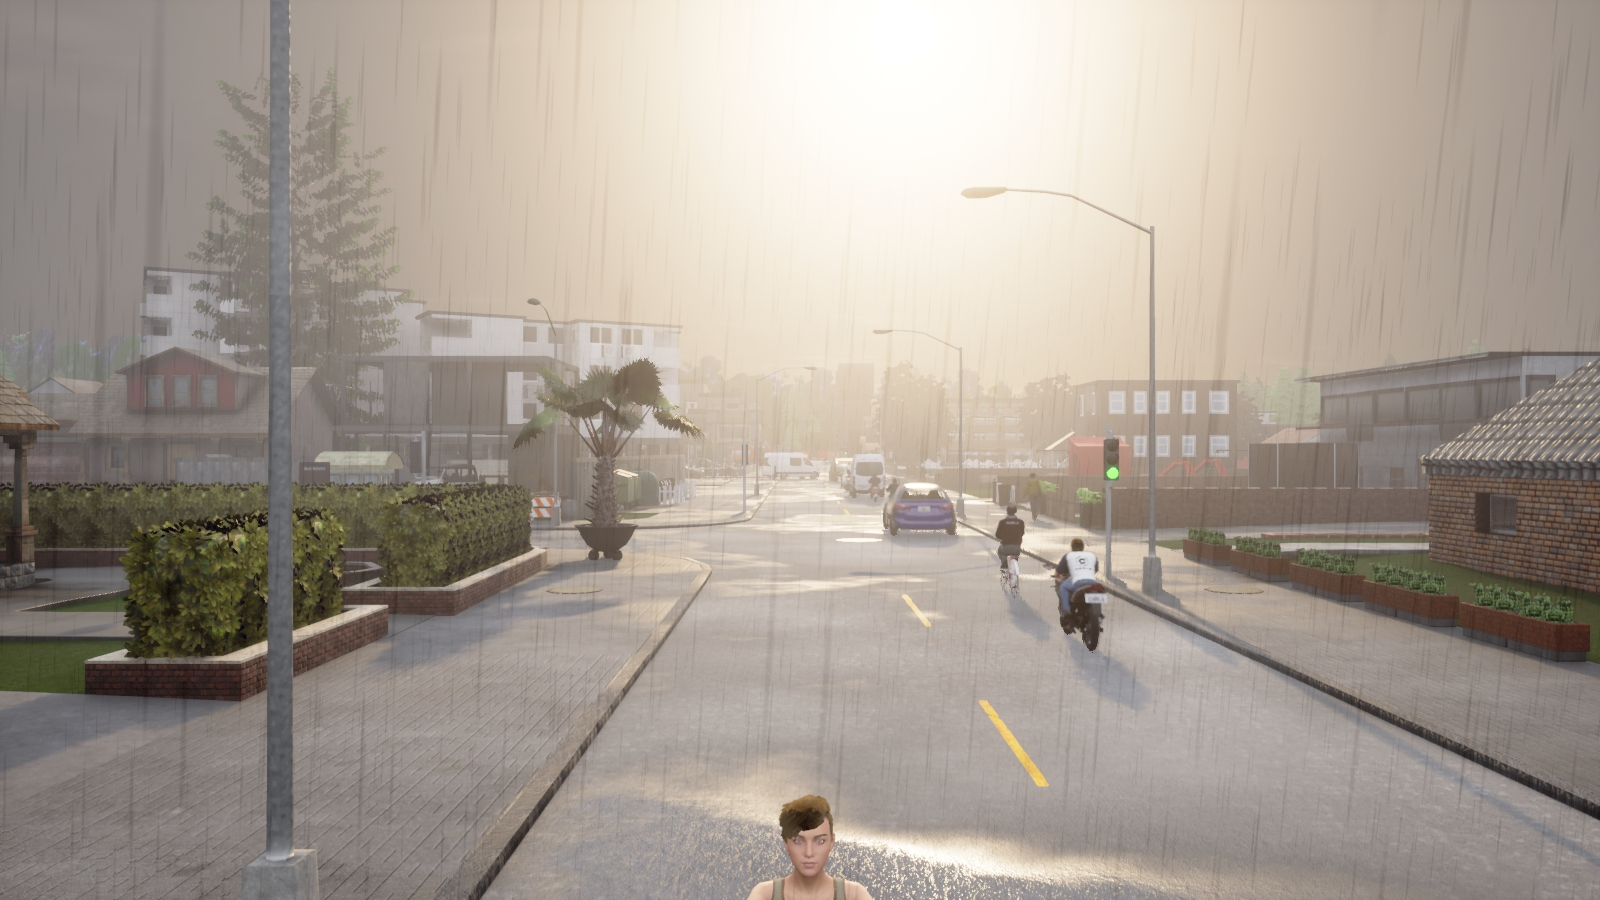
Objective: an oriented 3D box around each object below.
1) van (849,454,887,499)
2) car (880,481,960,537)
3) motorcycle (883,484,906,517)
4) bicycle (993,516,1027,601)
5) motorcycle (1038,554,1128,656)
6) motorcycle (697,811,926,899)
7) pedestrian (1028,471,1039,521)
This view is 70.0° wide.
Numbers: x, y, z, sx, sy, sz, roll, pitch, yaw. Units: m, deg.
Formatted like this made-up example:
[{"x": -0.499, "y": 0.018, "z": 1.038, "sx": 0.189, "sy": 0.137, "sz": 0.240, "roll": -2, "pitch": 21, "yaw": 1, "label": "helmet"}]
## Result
[{"x": 4.032, "y": 1.534, "z": 68.676, "sx": 1.988, "sy": 2.561, "sz": 5.915, "roll": 0, "pitch": 0, "yaw": 0, "label": "van"}, {"x": 4.037, "y": 1.967, "z": 39.187, "sx": 2.242, "sy": 1.667, "sz": 4.611, "roll": 0, "pitch": 0, "yaw": 0, "label": "car"}, {"x": 4.033, "y": 2.142, "z": 48.876, "sx": 0.856, "sy": 1.316, "sz": 1.805, "roll": 0, "pitch": 0, "yaw": 0, "label": "motorcycle"}, {"x": 4.041, "y": 2.060, "z": 22.049, "sx": 0.329, "sy": 1.471, "sz": 1.835, "roll": 0, "pitch": 0, "yaw": 0, "label": "bicycle"}, {"x": 4.040, "y": 2.186, "z": 16.469, "sx": 0.803, "sy": 1.199, "sz": 2.033, "roll": 0, "pitch": 0, "yaw": 0, "label": "motorcycle"}, {"x": 0.039, "y": 2.155, "z": 3.558, "sx": 0.764, "sy": 1.307, "sz": 2.356, "roll": 0, "pitch": 0, "yaw": 0, "label": "motorcycle"}, {"x": 8.905, "y": 1.744, "z": 43.485, "sx": 0.375, "sy": 1.860, "sz": 0.375, "roll": 0, "pitch": 0, "yaw": 6, "label": "pedestrian"}]
